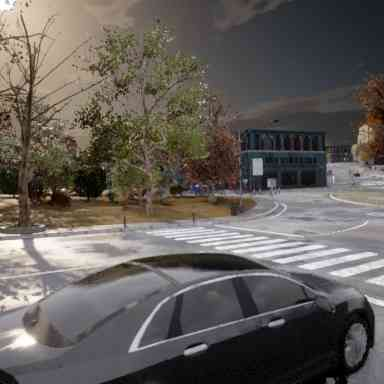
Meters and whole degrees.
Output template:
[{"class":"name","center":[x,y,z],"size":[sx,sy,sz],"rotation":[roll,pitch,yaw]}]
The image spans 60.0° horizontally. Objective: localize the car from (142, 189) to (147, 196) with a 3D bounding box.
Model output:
[{"class":"car","center":[-8.722,-0.083,57.303],"size":[2.435,2.045,5.566],"rotation":[-1,2,16]}]

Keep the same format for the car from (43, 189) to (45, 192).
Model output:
[{"class":"car","center":[-30.077,0.261,73.450],"size":[2.097,1.535,5.008],"rotation":[0,2,18]}]

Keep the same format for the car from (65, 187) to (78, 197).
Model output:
[{"class":"car","center":[-23.024,0.350,67.963],"size":[2.163,1.488,4.792],"rotation":[-1,2,17]}]

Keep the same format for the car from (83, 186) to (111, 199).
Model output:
[{"class":"car","center":[-18.280,0.053,64.423],"size":[2.435,2.045,5.566],"rotation":[-2,2,17]}]

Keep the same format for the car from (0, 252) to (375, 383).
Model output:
[{"class":"car","center":[0.285,1.505,3.956],"size":[4.892,1.490,1.837],"rotation":[-1,0,-36]}]

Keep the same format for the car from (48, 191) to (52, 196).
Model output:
[{"class":"car","center":[-27.743,0.293,71.614],"size":[2.231,1.521,4.892],"rotation":[-1,2,18]}]

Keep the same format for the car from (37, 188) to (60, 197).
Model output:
[{"class":"car","center":[-32.434,0.101,75.250],"size":[2.185,1.767,4.553],"rotation":[0,2,18]}]

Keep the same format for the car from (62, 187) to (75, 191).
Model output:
[{"class":"car","center":[-25.392,0.061,69.763],"size":[2.435,2.045,5.566],"rotation":[0,2,17]}]

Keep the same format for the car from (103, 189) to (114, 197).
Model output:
[{"class":"car","center":[-13.518,0.124,60.817],"size":[2.185,1.767,4.553],"rotation":[-2,2,16]}]
